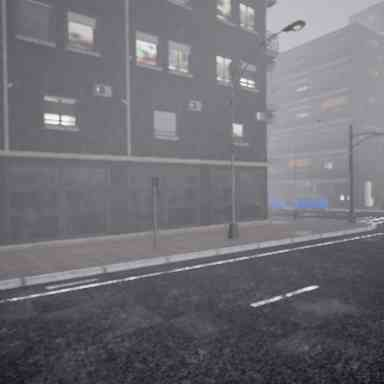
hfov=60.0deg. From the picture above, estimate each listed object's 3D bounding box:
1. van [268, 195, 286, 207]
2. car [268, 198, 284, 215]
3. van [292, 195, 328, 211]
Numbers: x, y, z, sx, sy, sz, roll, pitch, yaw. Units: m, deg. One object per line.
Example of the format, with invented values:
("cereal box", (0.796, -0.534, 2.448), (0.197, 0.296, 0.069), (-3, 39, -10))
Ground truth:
("van", (9.646, 1.238, 41.264), (1.690, 1.788, 3.998), (-2, 1, -36))
("car", (6.228, 1.551, 31.832), (1.802, 1.307, 4.206), (-2, 1, -36))
("van", (12.962, 1.163, 36.749), (1.690, 1.788, 3.998), (-2, 1, -36))
